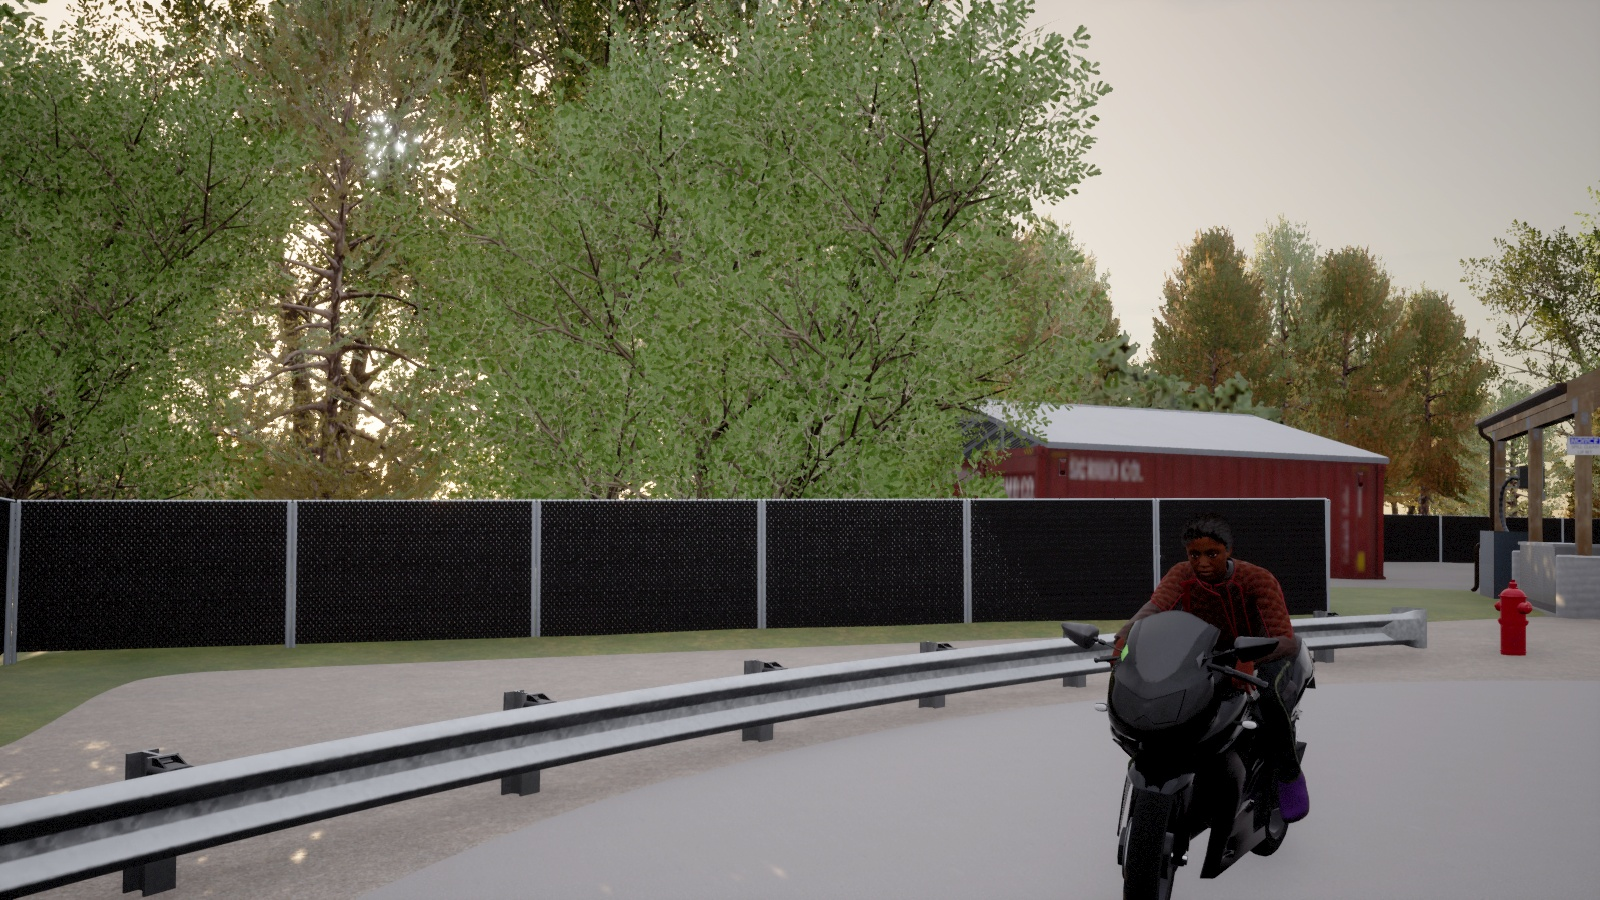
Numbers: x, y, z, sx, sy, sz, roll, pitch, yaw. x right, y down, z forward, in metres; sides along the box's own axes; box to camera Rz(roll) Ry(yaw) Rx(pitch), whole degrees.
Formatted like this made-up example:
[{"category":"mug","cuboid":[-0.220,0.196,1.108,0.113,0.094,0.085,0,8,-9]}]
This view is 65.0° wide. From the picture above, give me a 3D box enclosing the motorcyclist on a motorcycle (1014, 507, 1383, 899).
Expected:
[{"category":"motorcyclist on a motorcycle","cuboid":[1.677,0.996,5.020,0.797,1.523,2.044,-1,-3,36]}]
